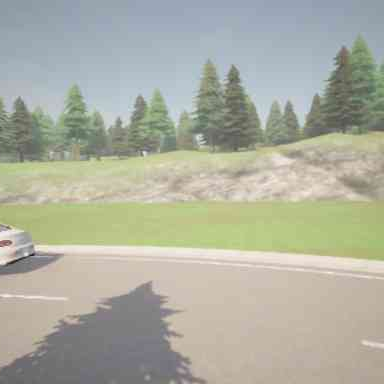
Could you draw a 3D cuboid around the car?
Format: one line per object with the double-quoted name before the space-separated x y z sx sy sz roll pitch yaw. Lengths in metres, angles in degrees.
"car" -6.618 1.412 8.803 4.674 1.442 1.812 -1 1 4
